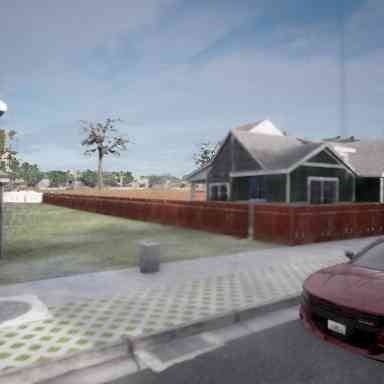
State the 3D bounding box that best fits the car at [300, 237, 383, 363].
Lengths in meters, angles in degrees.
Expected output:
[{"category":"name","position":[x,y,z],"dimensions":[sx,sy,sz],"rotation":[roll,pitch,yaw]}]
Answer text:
[{"category":"car","position":[3.961,1.475,5.667],"dimensions":[5.008,1.535,1.882],"rotation":[0,0,-33]}]
